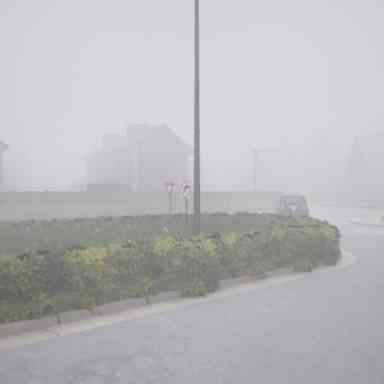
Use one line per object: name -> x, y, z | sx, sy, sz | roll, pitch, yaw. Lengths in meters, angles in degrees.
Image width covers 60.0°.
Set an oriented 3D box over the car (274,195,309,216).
car -> 7.342, 1.203, 24.676 | 2.150, 2.045, 5.566 | 0, 0, 13
